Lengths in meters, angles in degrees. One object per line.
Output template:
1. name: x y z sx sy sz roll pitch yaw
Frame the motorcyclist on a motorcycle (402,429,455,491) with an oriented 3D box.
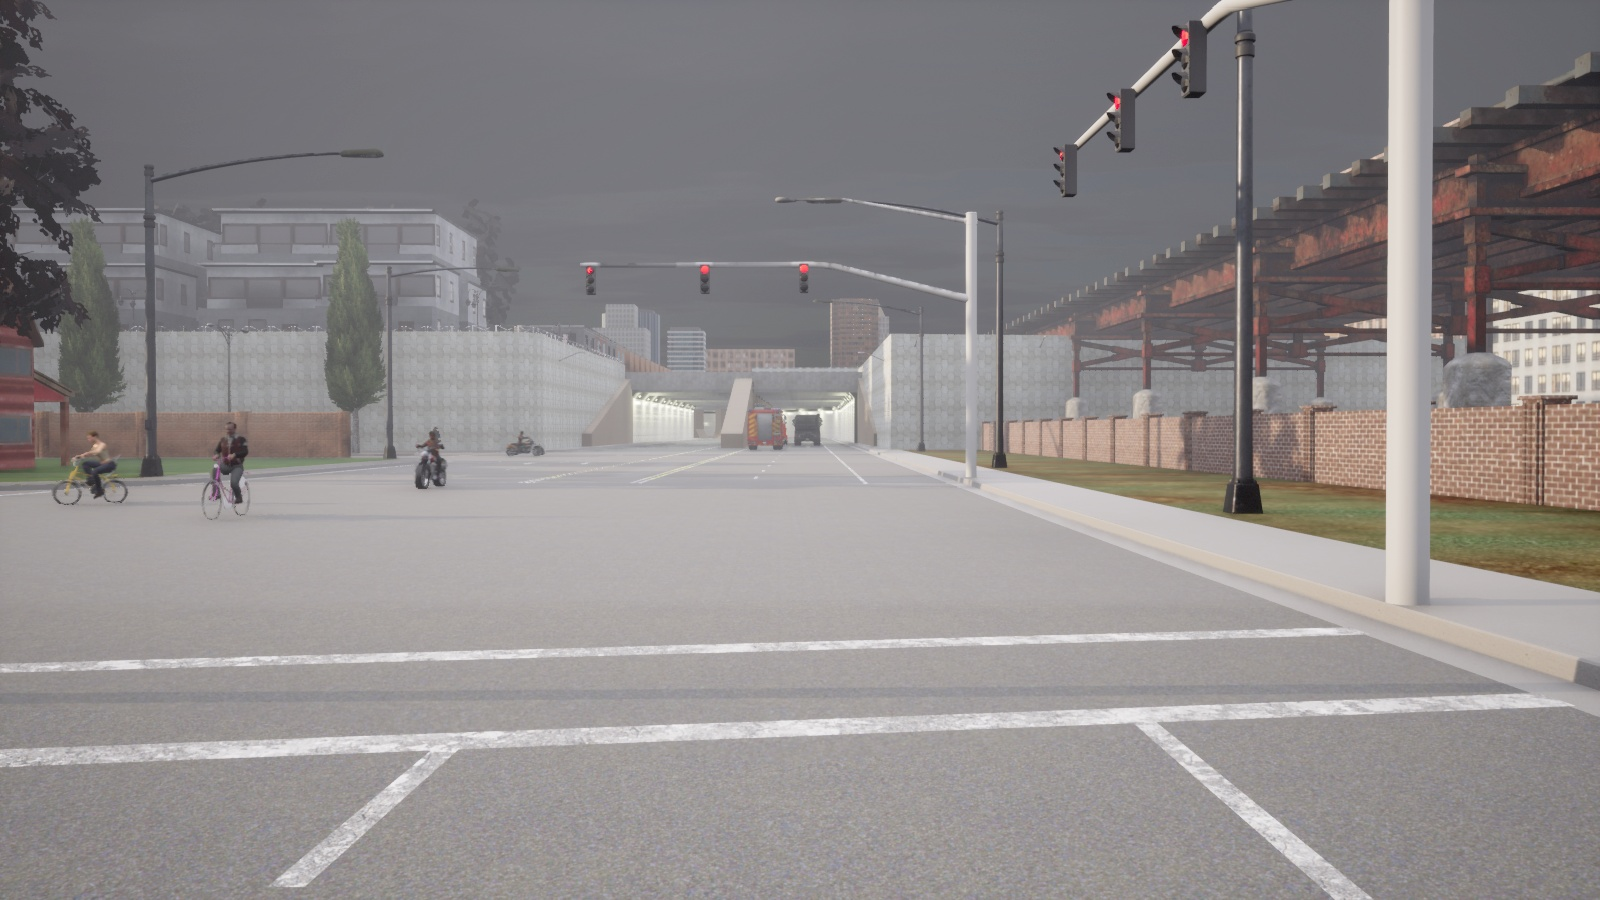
1. motorcyclist on a motorcycle: -10.284 0.258 34.870 0.766 1.649 2.350 0 1 0

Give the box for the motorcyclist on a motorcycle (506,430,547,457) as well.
1. motorcyclist on a motorcycle: -16.725 -0.397 76.783 2.350 1.649 0.766 0 1 3

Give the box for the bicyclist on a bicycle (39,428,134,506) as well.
1. bicyclist on a bicycle: -15.329 0.353 26.998 0.866 1.612 1.509 -4 -2 40

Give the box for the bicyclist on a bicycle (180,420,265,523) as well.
1. bicyclist on a bicycle: -10.355 0.356 22.573 0.659 1.776 1.843 0 1 0
